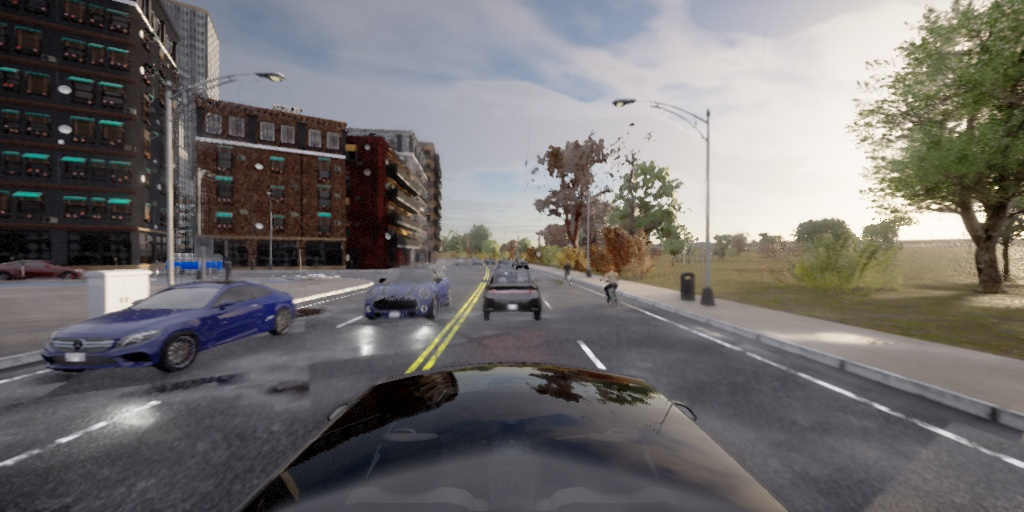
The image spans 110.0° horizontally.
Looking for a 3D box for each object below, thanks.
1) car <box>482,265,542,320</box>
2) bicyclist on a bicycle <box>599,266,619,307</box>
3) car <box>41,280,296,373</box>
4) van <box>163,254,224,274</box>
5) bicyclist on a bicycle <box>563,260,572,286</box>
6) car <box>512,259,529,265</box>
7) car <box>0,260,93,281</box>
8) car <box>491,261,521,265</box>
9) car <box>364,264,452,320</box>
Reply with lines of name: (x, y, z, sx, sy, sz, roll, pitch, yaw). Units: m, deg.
car: (-0.020, 1.254, 12.718, 2.128, 1.511, 4.902, 0, 0, -1)
bicyclist on a bicycle: (4.025, 1.198, 14.624, 0.866, 1.612, 1.509, 0, 0, -1)
car: (-6.640, 1.287, 7.768, 1.812, 1.442, 4.674, 0, 0, 0)
van: (-28.424, 0.697, 32.237, 3.998, 1.789, 1.690, 0, 0, -31)
bicyclist on a bicycle: (3.737, 1.140, 24.238, 0.659, 1.776, 1.843, 0, 0, -2)
car: (1.364, 1.297, 53.218, 1.837, 1.490, 4.892, 0, 0, -4)
car: (-28.981, 0.904, 22.097, 4.207, 1.307, 1.802, 0, 0, -31)
car: (-0.554, 1.343, 30.638, 1.994, 1.385, 4.181, 0, 0, -2)
car: (-3.452, 1.116, 12.685, 2.097, 1.767, 4.553, 0, 0, -1)
